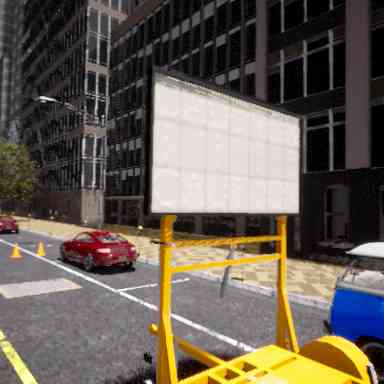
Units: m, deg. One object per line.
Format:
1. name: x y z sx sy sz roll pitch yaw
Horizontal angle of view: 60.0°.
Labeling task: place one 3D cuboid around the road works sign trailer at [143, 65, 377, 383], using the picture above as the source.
1. road works sign trailer: 0.348 0.659 3.803 2.380 3.560 2.880 3 -3 -40

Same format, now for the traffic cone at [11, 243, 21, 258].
1. traffic cone: -7.485 2.465 14.153 0.340 0.580 0.340 3 -3 -40

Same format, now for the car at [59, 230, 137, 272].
1. car: -3.636 2.100 12.648 1.802 1.307 4.206 3 -3 -40

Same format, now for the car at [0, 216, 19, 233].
1. car: -14.616 2.475 25.723 1.802 1.307 4.206 3 -3 -40

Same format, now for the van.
1. van: 3.688 1.610 3.943 1.690 1.788 3.998 3 -3 -40
